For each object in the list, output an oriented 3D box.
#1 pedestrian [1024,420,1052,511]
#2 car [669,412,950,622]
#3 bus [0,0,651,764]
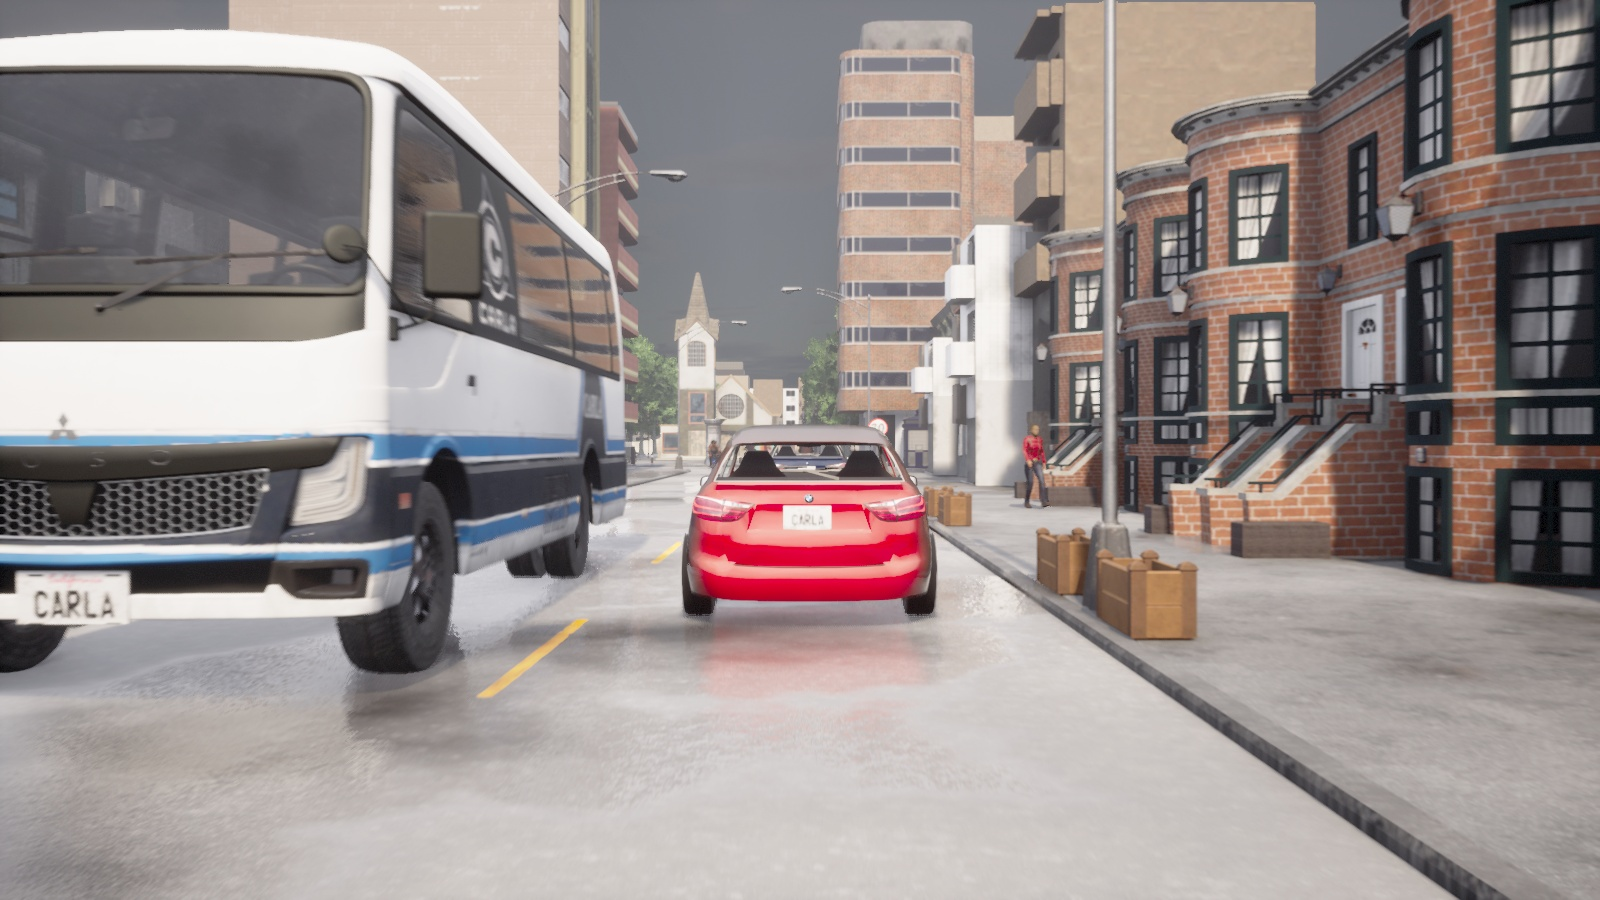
[{"bbox_3d":[4.928,0.313,26.043,0.331,1.846,0.636,0,0,-15],"label":"pedestrian"},{"bbox_3d":[0.087,0.521,12.313,2.242,1.667,4.611,0,0,0],"label":"car"},{"bbox_3d":[-3.920,-0.695,10.983,3.944,4.253,10.273,0,0,0],"label":"bus"}]
